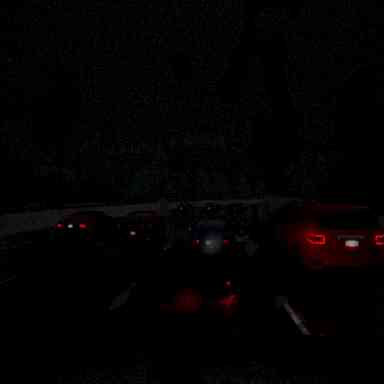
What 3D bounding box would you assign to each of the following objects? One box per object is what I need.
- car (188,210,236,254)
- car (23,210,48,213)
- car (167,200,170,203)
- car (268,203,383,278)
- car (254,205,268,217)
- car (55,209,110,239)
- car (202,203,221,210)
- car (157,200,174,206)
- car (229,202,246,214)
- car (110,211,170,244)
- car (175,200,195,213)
[{"bbox_3d":[0.877,1.707,14.278,1.812,1.442,4.674,0,-1,5],"label":"car"},{"bbox_3d":[-14.333,1.963,33.993,2.033,1.411,5.357,0,-1,10],"label":"car"},{"bbox_3d":[-3.411,2.445,72.341,2.033,1.411,5.357,0,-1,21],"label":"car"},{"bbox_3d":[4.085,1.364,10.786,2.150,2.045,5.566,0,0,4],"label":"car"},{"bbox_3d":[8.008,2.082,37.714,1.895,1.301,4.718,0,-1,13],"label":"car"},{"bbox_3d":[-5.735,1.782,18.977,2.033,1.411,5.357,0,-1,6],"label":"car"},{"bbox_3d":[2.690,2.136,45.367,1.994,1.385,4.181,0,-1,14],"label":"car"},{"bbox_3d":[-5.987,2.531,75.297,1.895,1.301,4.718,0,-1,21],"label":"car"},{"bbox_3d":[6.053,2.054,44.439,2.128,1.511,4.902,0,-1,15],"label":"car"},{"bbox_3d":[-2.364,1.693,17.200,1.882,1.535,5.008,0,0,6],"label":"car"},{"bbox_3d":[-0.928,2.132,45.342,1.994,1.385,4.181,0,-1,14],"label":"car"}]
